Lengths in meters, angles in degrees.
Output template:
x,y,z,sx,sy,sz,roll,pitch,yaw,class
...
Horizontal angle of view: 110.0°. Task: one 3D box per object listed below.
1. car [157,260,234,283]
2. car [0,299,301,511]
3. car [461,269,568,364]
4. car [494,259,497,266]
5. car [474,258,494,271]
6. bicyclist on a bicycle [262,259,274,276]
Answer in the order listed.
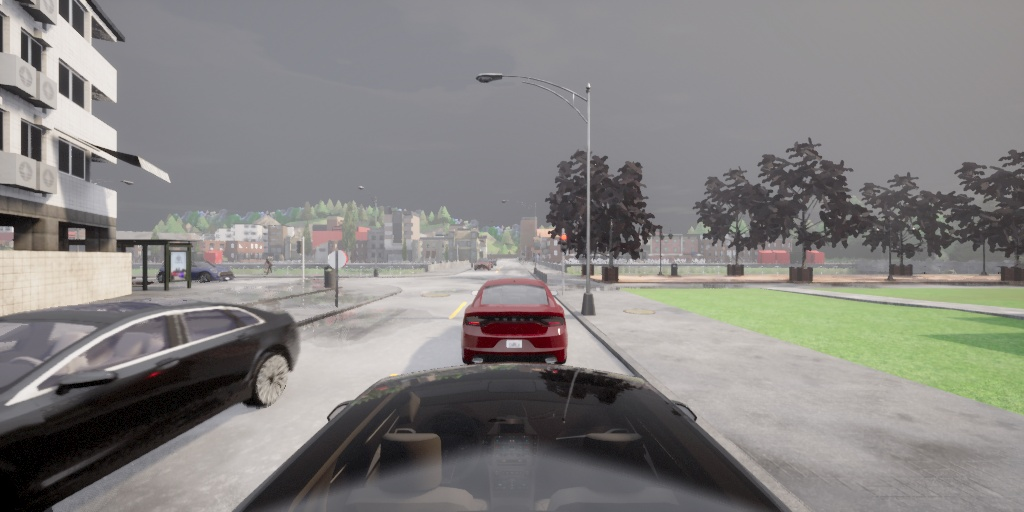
x,y,z,sx,sy,sz,roll,pitch,yaw,class
-23.592,1.101,26.899,4.553,1.767,2.097,0,0,0,car
-4.100,1.241,3.403,2.128,1.511,4.902,0,0,0,car
0.055,1.228,8.097,1.882,1.535,5.008,0,0,0,car
-4.055,1.241,59.541,2.128,1.511,4.902,0,0,0,car
-4.074,1.102,50.297,2.097,1.767,4.553,0,0,0,car
-24.011,1.099,35.296,0.582,1.620,1.656,0,0,0,bicyclist on a bicycle
